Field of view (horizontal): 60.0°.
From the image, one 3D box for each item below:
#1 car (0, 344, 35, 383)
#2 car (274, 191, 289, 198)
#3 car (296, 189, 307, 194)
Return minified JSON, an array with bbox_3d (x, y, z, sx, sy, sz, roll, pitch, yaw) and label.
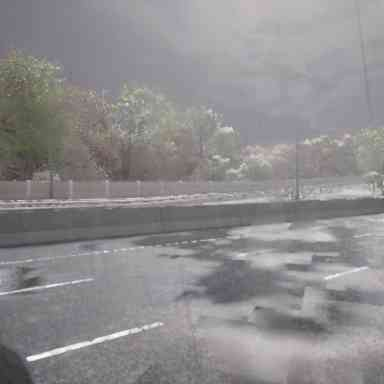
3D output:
[{"bbox_3d":[-3.284,1.519,1.401,4.892,1.490,1.837,-1,0,-35],"label":"car"},{"bbox_3d":[17.888,0.473,66.377,2.128,1.511,4.902,0,1,31],"label":"car"},{"bbox_3d":[26.326,-0.047,79.709,1.837,1.490,4.892,0,2,33],"label":"car"}]
